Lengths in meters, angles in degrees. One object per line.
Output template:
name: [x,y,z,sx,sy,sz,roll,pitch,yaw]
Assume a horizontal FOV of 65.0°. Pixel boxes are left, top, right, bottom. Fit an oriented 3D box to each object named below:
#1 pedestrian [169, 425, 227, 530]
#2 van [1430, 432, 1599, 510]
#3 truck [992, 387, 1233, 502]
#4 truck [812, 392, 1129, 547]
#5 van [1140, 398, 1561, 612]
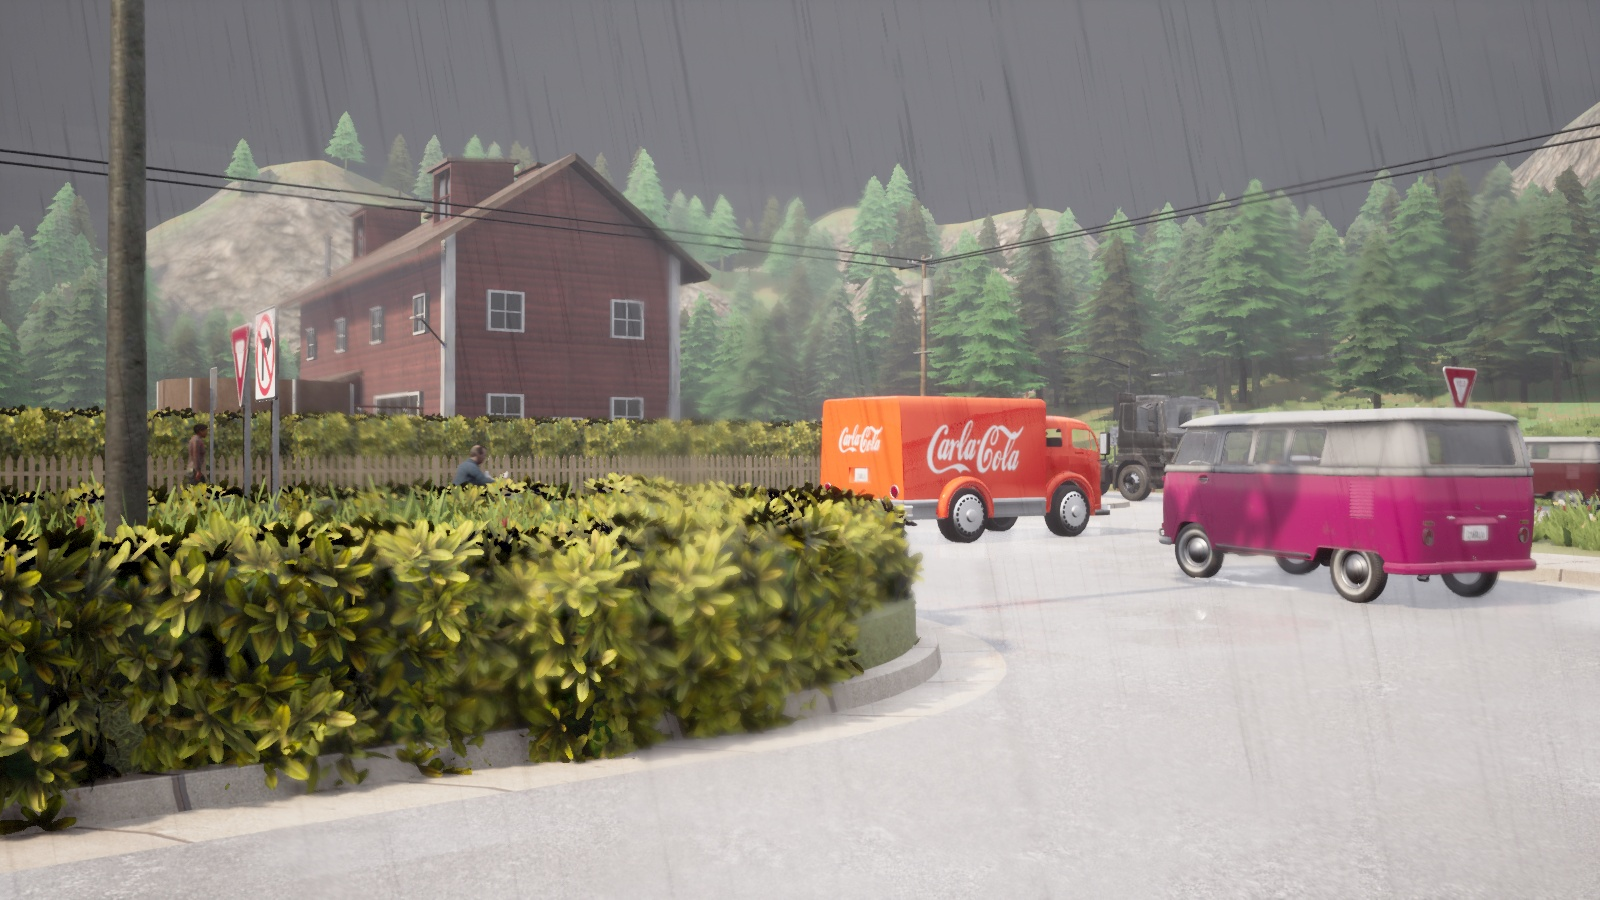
pedestrian: [-10.613,0.477,22.145,0.869,1.805,0.328,0,0,-34]
van: [19.860,0.539,34.279,1.775,1.987,4.442,0,0,-34]
truck: [10.250,-0.156,42.166,2.891,3.462,7.936,0,0,-34]
truck: [3.098,0.307,22.486,5.204,2.467,2.627,0,0,-35]
van: [5.870,0.520,14.076,1.775,1.987,4.442,0,0,-19]
